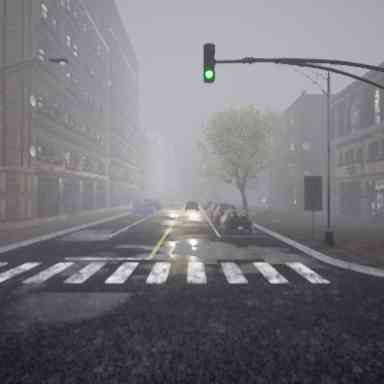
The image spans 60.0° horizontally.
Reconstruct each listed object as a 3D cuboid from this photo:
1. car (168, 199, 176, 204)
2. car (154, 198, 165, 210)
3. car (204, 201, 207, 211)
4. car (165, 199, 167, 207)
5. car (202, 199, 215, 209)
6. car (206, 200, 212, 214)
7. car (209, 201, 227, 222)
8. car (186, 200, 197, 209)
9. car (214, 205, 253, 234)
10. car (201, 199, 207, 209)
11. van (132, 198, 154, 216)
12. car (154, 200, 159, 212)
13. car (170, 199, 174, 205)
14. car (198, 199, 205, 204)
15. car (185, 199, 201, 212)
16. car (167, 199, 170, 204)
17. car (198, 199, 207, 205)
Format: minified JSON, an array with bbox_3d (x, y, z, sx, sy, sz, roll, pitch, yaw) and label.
[{"bbox_3d":[-5.724,2.583,94.668,1.947,1.339,4.313,0,-1,0],"label":"car"},{"bbox_3d":[-5.709,1.810,49.100,2.192,1.841,5.009,0,-1,0],"label":"car"},{"bbox_3d":[2.676,1.957,37.706,1.802,1.307,4.206,0,-1,0],"label":"car"},{"bbox_3d":[-5.710,2.124,54.794,1.947,1.339,4.313,0,-1,0],"label":"car"},{"bbox_3d":[2.670,1.999,54.796,1.967,1.590,4.097,0,-1,0],"label":"car"},{"bbox_3d":[2.678,1.757,32.010,1.967,1.590,4.097,0,-1,0],"label":"car"},{"bbox_3d":[2.680,1.699,26.314,1.967,1.590,4.097,0,-1,0],"label":"car"},{"bbox_3d":[-0.019,2.118,57.803,1.812,1.442,4.674,0,-1,0],"label":"car"},{"bbox_3d":[2.682,1.752,20.616,2.008,1.369,4.403,0,-1,0],"label":"car"},{"bbox_3d":[2.672,2.047,49.099,2.008,1.369,4.403,0,-1,0],"label":"car"},{"bbox_3d":[-5.705,1.716,37.707,1.690,1.788,3.998,0,-1,0],"label":"van"},{"bbox_3d":[-5.706,2.016,43.401,1.802,1.307,4.206,0,-1,0],"label":"car"},{"bbox_3d":[-5.718,2.340,77.410,1.752,1.417,4.829,0,-1,0],"label":"car"},{"bbox_3d":[2.656,2.563,94.668,1.887,1.381,4.507,0,-1,0],"label":"car"},{"bbox_3d":[-0.015,1.955,47.387,1.882,1.535,5.008,0,-1,0],"label":"car"},{"bbox_3d":[-5.712,2.172,60.490,2.008,1.369,4.403,0,-1,0],"label":"car"},{"bbox_3d":[2.661,2.433,83.277,2.008,1.369,4.403,0,-1,0],"label":"car"}]
